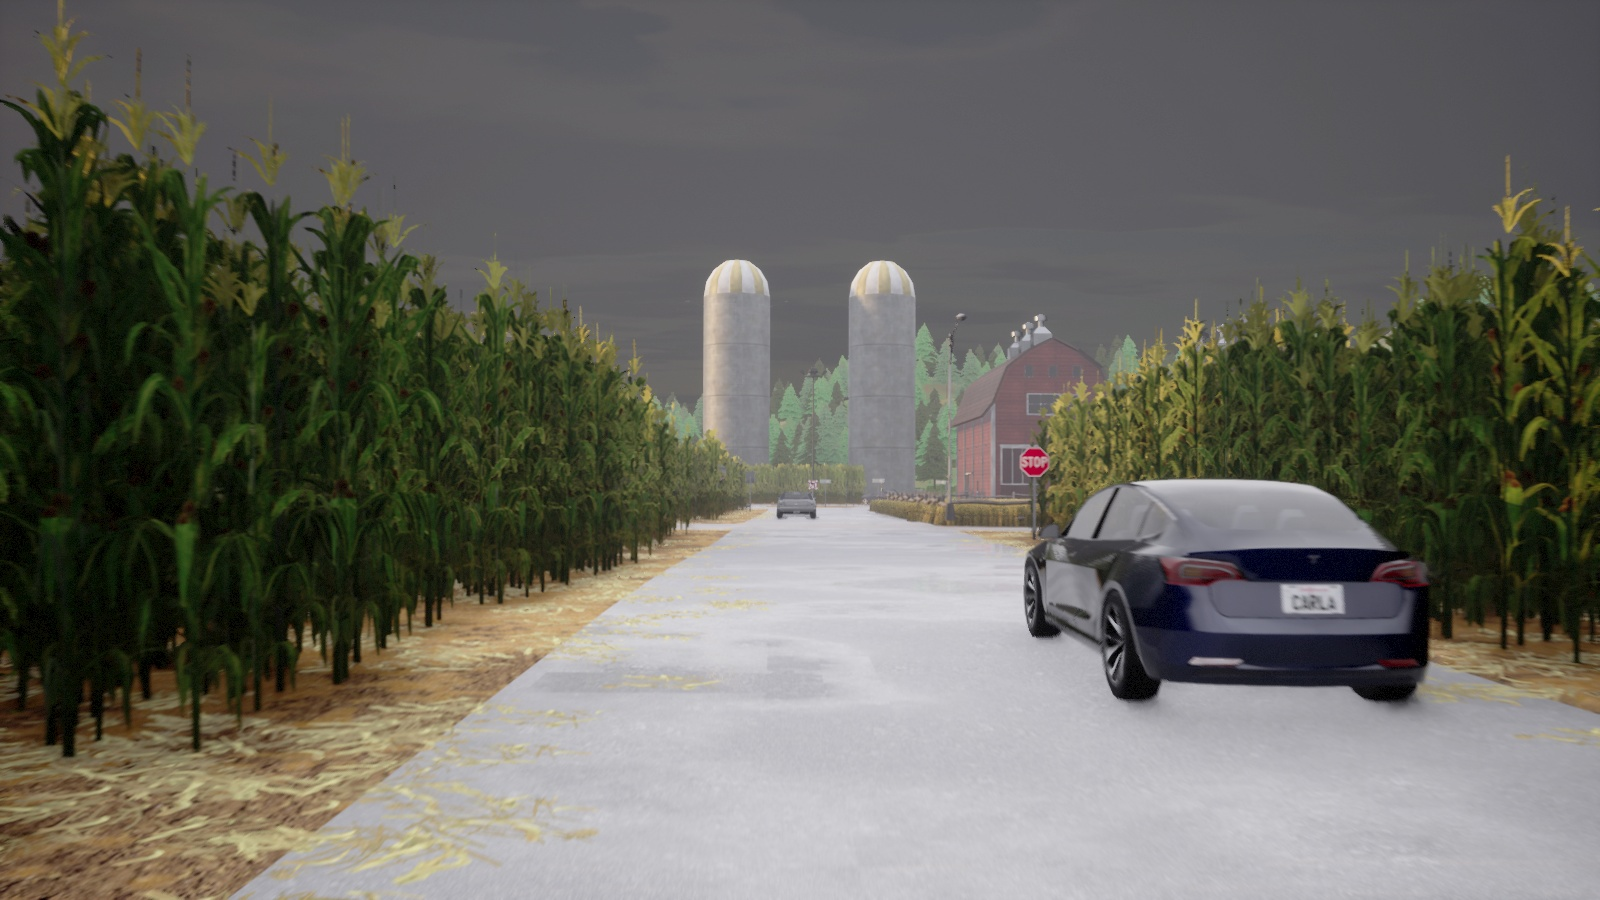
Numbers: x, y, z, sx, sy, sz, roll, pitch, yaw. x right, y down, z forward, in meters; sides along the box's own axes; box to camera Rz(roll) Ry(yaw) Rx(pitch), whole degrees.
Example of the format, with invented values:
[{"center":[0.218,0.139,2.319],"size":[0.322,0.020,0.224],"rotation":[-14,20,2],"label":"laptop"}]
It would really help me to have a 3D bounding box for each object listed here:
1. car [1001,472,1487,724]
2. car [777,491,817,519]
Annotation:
[{"center":[3.075,0.938,10.013],"size":[2.163,1.488,4.792],"rotation":[0,-1,0],"label":"car"},{"center":[-0.145,2.652,61.085],"size":[1.895,1.301,4.718],"rotation":[0,-2,0],"label":"car"}]
